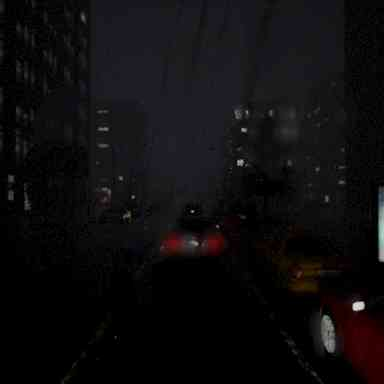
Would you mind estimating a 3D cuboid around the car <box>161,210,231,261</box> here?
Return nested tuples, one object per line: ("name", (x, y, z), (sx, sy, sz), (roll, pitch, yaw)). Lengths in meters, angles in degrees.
("car", (0.065, 1.620, 12.471), (2.033, 1.411, 5.357), (0, 0, 0))

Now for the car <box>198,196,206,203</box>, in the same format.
("car", (2.581, 1.936, 85.470), (1.967, 1.590, 4.097), (1, 0, 0))

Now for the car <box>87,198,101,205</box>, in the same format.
("car", (-17.328, 1.577, 55.287), (4.507, 1.381, 1.887), (1, -2, 0))

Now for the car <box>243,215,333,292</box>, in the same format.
("car", (2.687, 1.577, 8.843), (1.752, 1.417, 4.829), (1, 0, 0))

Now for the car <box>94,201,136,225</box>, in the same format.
("car", (-5.717, 1.670, 25.171), (1.752, 1.417, 4.829), (1, 0, 0))

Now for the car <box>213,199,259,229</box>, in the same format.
("car", (2.673, 1.429, 19.792), (2.192, 1.841, 5.009), (1, 0, 0))

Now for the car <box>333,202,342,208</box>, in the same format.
("car", (26.169, 2.369, 64.018), (4.829, 1.417, 1.752), (1, -2, 0))

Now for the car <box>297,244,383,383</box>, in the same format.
("car", (2.694, 1.564, 3.114), (1.887, 1.381, 4.507), (1, 0, 0))

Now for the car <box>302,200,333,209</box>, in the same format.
("car", (20.771, 2.070, 55.660), (4.097, 1.590, 1.967), (1, -2, 0))

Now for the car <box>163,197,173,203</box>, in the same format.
("car", (-5.784, 1.955, 74.255), (1.752, 1.417, 4.829), (1, 0, 0))

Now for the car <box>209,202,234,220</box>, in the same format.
("car", (2.655, 1.723, 30.910), (1.887, 1.381, 4.507), (1, 0, 0))

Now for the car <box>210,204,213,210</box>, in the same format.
("car", (2.665, 1.461, 25.352), (2.192, 1.841, 5.009), (1, 0, 0))

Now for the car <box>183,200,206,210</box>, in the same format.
("car", (0.048, 1.749, 32.132), (1.994, 1.385, 4.181), (0, 0, 0))

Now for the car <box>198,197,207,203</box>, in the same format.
("car", (2.588, 2.008, 79.946), (1.887, 1.381, 4.507), (1, 0, 0))

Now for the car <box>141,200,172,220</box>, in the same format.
("car", (-3.137, 1.698, 30.039), (1.812, 1.442, 4.674), (0, 0, 0))

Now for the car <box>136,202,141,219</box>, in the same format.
("car", (-5.724, 1.618, 30.901), (1.967, 1.590, 4.097), (1, 0, 0))

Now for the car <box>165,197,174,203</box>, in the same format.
("car", (-5.801, 2.040, 85.472), (1.887, 1.381, 4.507), (1, 0, 0))
